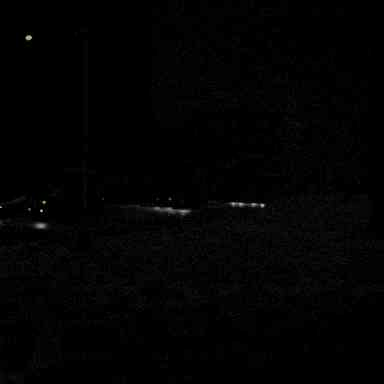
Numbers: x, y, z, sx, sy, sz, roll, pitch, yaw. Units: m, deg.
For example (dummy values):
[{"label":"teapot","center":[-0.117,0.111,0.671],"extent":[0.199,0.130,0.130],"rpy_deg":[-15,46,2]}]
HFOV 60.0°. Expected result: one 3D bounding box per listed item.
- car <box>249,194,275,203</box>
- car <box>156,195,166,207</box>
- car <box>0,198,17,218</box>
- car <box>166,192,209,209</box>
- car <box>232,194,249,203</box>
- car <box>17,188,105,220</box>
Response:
[{"label":"car","center":[10.882,1.067,50.572],"extent":[1.895,1.301,4.718],"rpy_deg":[1,1,35]},{"label":"car","center":[-2.028,0.763,37.954],"extent":[2.097,1.767,4.553],"rpy_deg":[1,1,35]},{"label":"car","center":[-11.853,0.971,23.925],"extent":[1.812,1.442,4.674],"rpy_deg":[1,1,37]},{"label":"car","center":[-0.148,0.942,34.979],"extent":[1.882,1.535,5.008],"rpy_deg":[1,1,35]},{"label":"car","center":[8.237,1.000,52.459],"extent":[2.033,1.411,5.357],"rpy_deg":[1,1,35]},{"label":"car","center":[-8.578,0.716,22.969],"extent":[2.150,2.045,5.566],"rpy_deg":[1,1,34]}]
